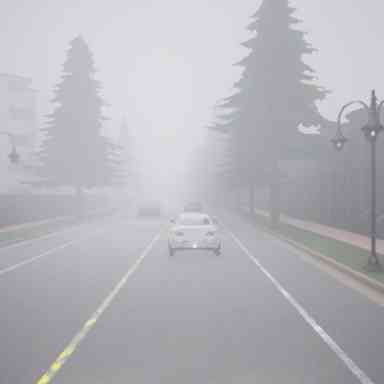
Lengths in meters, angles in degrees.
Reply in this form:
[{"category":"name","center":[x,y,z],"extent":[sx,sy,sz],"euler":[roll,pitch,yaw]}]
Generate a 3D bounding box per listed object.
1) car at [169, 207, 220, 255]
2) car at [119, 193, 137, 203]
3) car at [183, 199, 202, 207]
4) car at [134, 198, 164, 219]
[{"category":"car","center":[0.087,1.537,13.325],"extent":[1.812,1.442,4.674],"euler":[0,0,0]},{"category":"car","center":[-13.498,1.284,70.121],"extent":[2.150,2.045,5.566],"euler":[0,0,-36]},{"category":"car","center":[0.100,1.522,35.584],"extent":[2.128,1.511,4.902],"euler":[0,0,0]},{"category":"car","center":[-3.610,1.503,29.479],"extent":[1.882,1.535,5.008],"euler":[0,0,0]}]
